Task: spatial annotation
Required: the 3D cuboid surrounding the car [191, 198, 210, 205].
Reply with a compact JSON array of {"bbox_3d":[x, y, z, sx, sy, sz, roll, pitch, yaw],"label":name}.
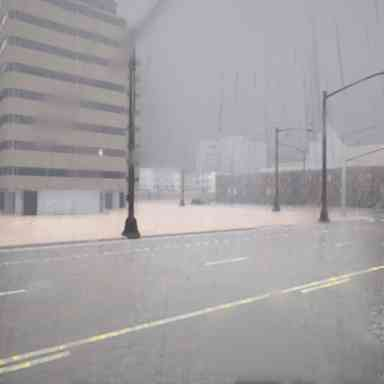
[{"bbox_3d":[1.629,1.880,66.039,2.128,1.511,4.902,1,0,-35],"label":"car"}]
